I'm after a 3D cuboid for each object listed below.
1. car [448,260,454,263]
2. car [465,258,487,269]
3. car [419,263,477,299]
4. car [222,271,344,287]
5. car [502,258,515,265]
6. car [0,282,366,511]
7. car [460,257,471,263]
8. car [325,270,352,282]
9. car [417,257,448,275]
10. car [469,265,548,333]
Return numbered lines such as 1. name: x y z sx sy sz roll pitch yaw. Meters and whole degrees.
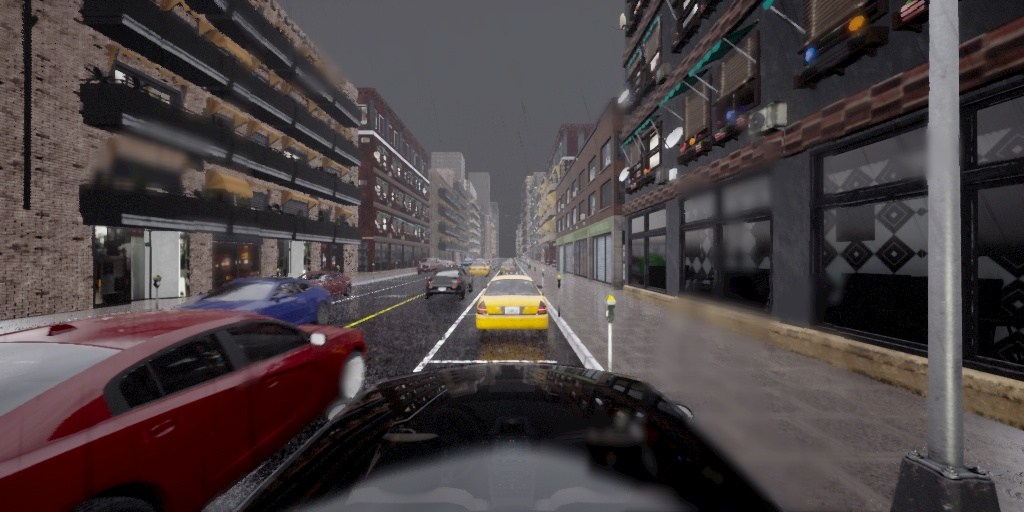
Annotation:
1. car: -8.837 1.188 44.643 1.967 1.591 4.097 0 0 0
2. car: -3.144 1.206 35.403 1.801 1.575 5.366 0 0 0
3. car: -3.046 1.276 17.936 1.812 1.442 4.674 0 0 0
4. car: -6.246 1.276 8.875 1.812 1.442 4.674 0 0 0
5. car: -0.456 1.275 39.173 1.751 1.417 4.829 0 0 0
6. car: -3.046 1.228 3.251 1.882 1.535 5.008 0 0 0
7. car: -6.146 0.944 50.465 1.882 1.535 5.008 0 0 0
8. car: -8.837 1.333 16.462 1.802 1.307 4.207 0 0 0
9. car: -8.837 1.064 39.007 2.192 1.841 5.009 0 0 0
10. car: 0.005 1.207 10.689 1.801 1.575 5.366 0 0 0
